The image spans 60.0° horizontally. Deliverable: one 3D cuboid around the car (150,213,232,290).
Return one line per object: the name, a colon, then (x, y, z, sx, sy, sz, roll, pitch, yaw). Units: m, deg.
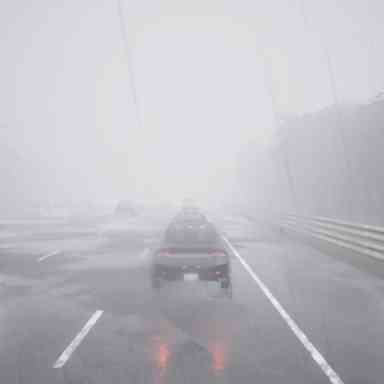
car: (-0.027, 1.570, 9.313, 2.128, 1.511, 4.902, 0, -1, 0)

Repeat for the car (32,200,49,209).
car: (-25.347, 2.060, 56.332, 1.994, 1.385, 4.181, 3, -2, -1)

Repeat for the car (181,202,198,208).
car: (-0.186, 1.844, 28.262, 2.033, 1.411, 5.357, 0, -1, -1)

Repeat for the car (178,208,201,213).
car: (-0.085, 1.777, 18.578, 1.895, 1.301, 4.718, 0, -1, 0)

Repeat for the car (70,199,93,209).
car: (-18.384, 1.918, 56.383, 2.097, 1.767, 4.553, 0, -1, -2)

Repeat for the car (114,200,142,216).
car: (-7.238, 1.725, 37.243, 2.097, 1.767, 4.553, 0, -1, -1)

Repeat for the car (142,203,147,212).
car: (-7.437, 2.096, 46.350, 1.895, 1.301, 4.718, 0, -1, -1)

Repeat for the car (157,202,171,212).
car: (-3.967, 2.080, 47.615, 2.033, 1.411, 5.357, 0, -1, -1)

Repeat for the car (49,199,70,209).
car: (-21.882, 1.899, 56.458, 2.097, 1.767, 4.553, 0, -1, -1)

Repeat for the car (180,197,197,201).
car: (-0.445, 1.766, 46.998, 2.150, 2.045, 5.566, 0, -1, -1)
